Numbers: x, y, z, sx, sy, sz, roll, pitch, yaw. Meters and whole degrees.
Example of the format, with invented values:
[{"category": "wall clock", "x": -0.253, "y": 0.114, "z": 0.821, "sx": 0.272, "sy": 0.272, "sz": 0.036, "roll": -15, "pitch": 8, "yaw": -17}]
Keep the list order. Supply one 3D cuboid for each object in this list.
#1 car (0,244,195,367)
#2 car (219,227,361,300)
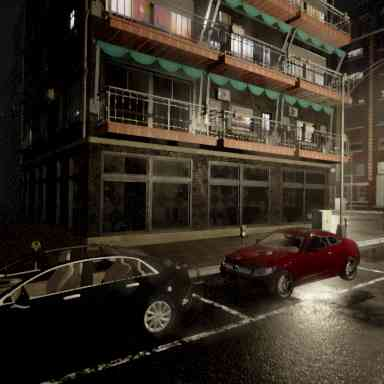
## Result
[{"category": "car", "x": -2.011, "y": 1.551, "z": 5.068, "sx": 4.403, "sy": 1.369, "sz": 2.008, "roll": 0, "pitch": 1, "yaw": -36}, {"category": "car", "x": 2.615, "y": 1.585, "z": 8.375, "sx": 4.206, "sy": 1.307, "sz": 1.802, "roll": 0, "pitch": 1, "yaw": -36}]
